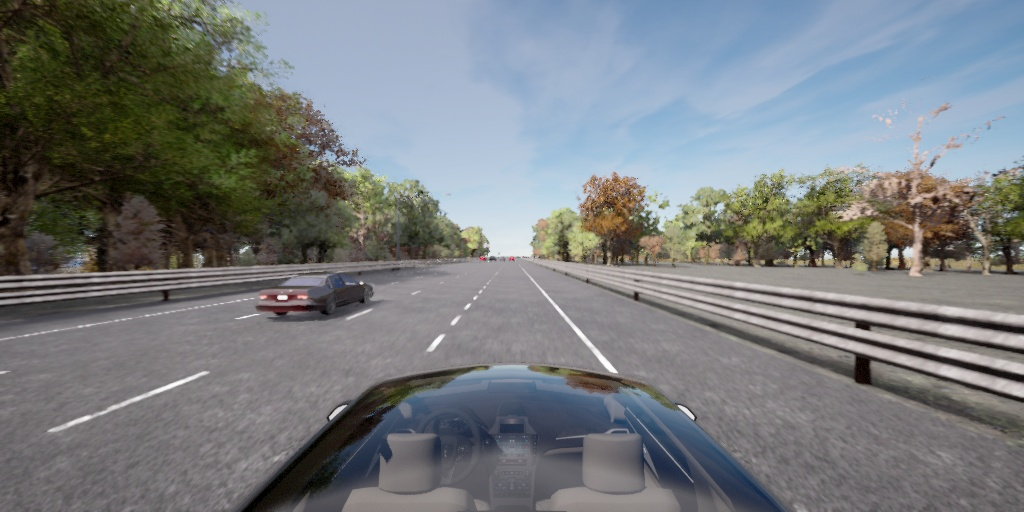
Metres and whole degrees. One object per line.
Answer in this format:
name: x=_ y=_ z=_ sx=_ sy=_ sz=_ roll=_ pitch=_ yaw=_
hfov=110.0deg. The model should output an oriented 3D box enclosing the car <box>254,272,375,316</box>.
car: x=-6.986 y=1.310 z=13.410 sx=2.033 sy=1.411 sz=5.357 roll=0 pitch=0 yaw=0
